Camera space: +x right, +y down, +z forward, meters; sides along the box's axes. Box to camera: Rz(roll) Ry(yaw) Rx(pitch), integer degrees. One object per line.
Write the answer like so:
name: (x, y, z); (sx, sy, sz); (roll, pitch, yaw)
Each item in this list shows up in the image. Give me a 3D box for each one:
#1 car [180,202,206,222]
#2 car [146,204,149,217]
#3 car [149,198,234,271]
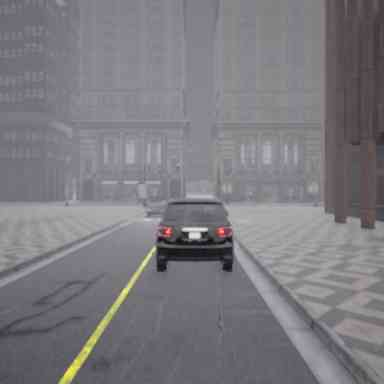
car: (0.088, 1.561, 27.395); (1.994, 1.385, 4.181); (0, 0, 0)
car: (-3.086, 1.506, 30.958); (1.837, 1.490, 4.892); (0, -1, 0)
car: (0.085, 1.213, 11.047); (2.150, 2.045, 5.566); (0, -1, 0)
